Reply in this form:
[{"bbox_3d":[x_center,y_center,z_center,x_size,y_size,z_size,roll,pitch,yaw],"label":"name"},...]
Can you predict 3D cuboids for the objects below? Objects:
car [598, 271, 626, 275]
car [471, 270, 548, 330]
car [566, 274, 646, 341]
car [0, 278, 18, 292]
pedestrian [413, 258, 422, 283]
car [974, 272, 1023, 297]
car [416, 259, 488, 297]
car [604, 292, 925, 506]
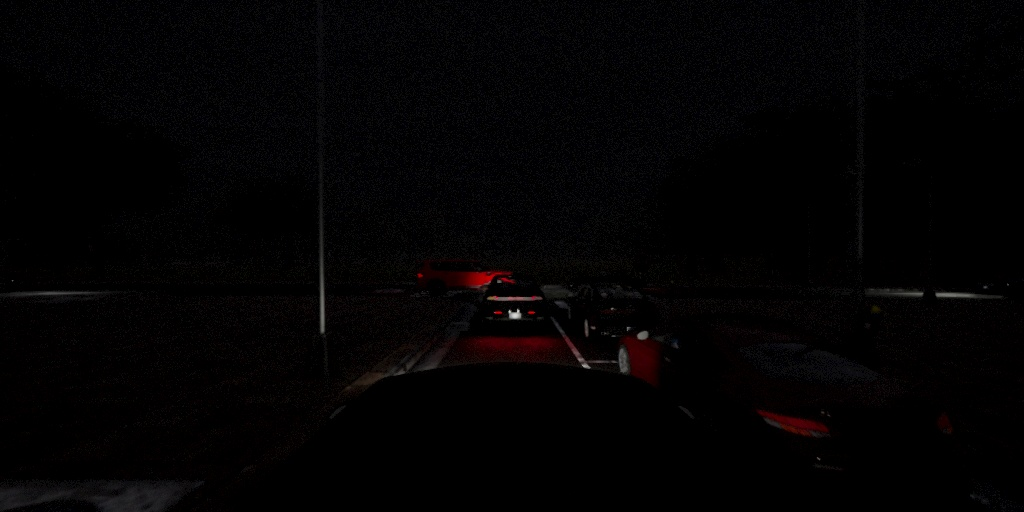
[{"bbox_3d":[6.056,1.634,23.299,4.718,1.301,1.895,1,1,0],"label":"car"},{"bbox_3d":[0.053,1.349,11.611,2.128,1.511,4.902,0,-1,-1],"label":"car"},{"bbox_3d":[2.631,1.392,10.000,2.007,1.370,4.403,0,0,0],"label":"car"},{"bbox_3d":[-31.401,1.515,20.302,4.718,1.301,1.895,0,1,0],"label":"car"},{"bbox_3d":[-6.901,1.035,26.184,0.375,1.860,0.375,0,0,0],"label":"pedestrian"},{"bbox_3d":[33.271,1.807,23.330,4.902,1.511,2.128,1,1,0],"label":"car"},{"bbox_3d":[-2.553,1.191,20.344,5.566,2.045,2.150,0,0,0],"label":"car"},{"bbox_3d":[2.635,1.362,4.468,1.802,1.307,4.207,0,0,0],"label":"car"}]
